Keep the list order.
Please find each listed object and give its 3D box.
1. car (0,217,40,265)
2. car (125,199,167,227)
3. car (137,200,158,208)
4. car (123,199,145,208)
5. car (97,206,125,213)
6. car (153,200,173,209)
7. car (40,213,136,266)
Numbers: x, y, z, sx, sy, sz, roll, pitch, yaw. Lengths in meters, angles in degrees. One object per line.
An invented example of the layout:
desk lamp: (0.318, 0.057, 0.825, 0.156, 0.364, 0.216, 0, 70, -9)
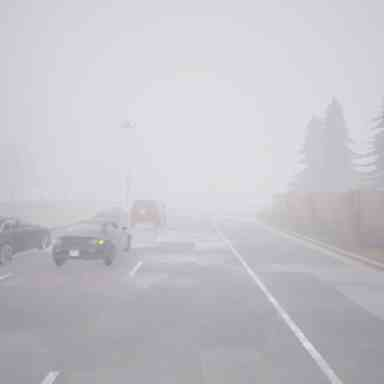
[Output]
car: (-6.957, 1.655, 12.295, 2.128, 1.511, 4.902, 0, -1, 0)
car: (-3.338, 1.569, 26.188, 2.150, 2.045, 5.566, 0, -1, 3)
car: (-8.690, 2.384, 65.162, 1.812, 1.442, 4.674, 0, -1, 23)
car: (-11.660, 2.240, 67.139, 2.097, 1.767, 4.553, 0, -1, 23)
car: (-6.715, 1.895, 27.955, 1.812, 1.442, 4.674, 0, -1, 4)
car: (-5.466, 2.366, 63.776, 1.812, 1.442, 4.674, 0, -1, 23)
car: (-3.459, 1.688, 12.110, 1.812, 1.442, 4.674, 0, -1, 0)
